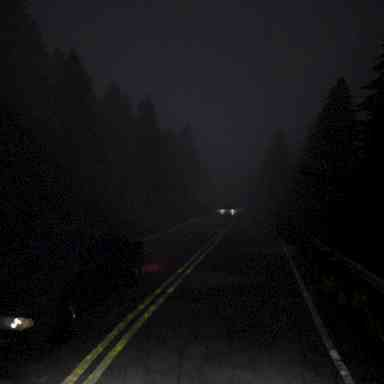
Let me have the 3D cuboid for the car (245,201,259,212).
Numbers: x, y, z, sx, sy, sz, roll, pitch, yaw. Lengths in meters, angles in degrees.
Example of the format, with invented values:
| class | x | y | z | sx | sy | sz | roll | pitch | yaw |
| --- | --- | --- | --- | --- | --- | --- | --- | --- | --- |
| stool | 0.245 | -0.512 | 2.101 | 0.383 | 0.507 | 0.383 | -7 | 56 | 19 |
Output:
| class | x | y | z | sx | sy | sz | roll | pitch | yaw |
| --- | --- | --- | --- | --- | --- | --- | --- | --- | --- |
| car | 8.231 | 1.921 | 45.975 | 2.033 | 1.411 | 5.357 | 1 | 0 | 9 |

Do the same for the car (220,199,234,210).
| class | x | y | z | sx | sy | sz | roll | pitch | yaw |
| --- | --- | --- | --- | --- | --- | --- | --- | --- | --- |
| car | 5.262 | 1.817 | 50.035 | 1.882 | 1.535 | 5.008 | 1 | -1 | 6 |

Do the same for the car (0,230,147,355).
| class | x | y | z | sx | sy | sz | roll | pitch | yaw |
| --- | --- | --- | --- | --- | --- | --- | --- | --- | --- |
| car | -2.457 | 1.541 | 6.759 | 2.033 | 1.411 | 5.357 | 1 | 0 | 10 |
